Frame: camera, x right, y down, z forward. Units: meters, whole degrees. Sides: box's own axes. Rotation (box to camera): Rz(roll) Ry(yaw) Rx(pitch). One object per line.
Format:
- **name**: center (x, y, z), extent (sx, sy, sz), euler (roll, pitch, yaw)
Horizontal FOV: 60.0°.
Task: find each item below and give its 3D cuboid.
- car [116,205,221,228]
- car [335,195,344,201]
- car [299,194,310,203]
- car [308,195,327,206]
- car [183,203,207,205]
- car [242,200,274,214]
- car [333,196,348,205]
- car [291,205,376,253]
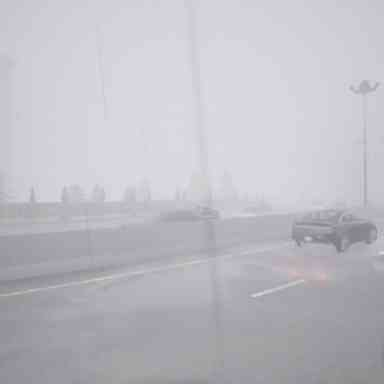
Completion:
- **car**: center (-1.171, 1.591, 16.837), extent (5.357, 1.411, 2.033), euler (0, 0, -42)
- **car**: center (38.267, 1.639, 86.463), extent (2.033, 1.411, 5.357), euler (-1, 0, 23)
- **car**: center (24.692, 1.374, 72.783), extent (2.150, 2.045, 5.566), euler (-1, 0, 23)
- **car**: center (21.432, 1.655, 56.583), extent (1.994, 1.385, 4.181), euler (-1, 0, 24)
- **car**: center (-0.091, 1.551, 22.778), extent (2.128, 1.511, 4.902), euler (0, 0, 45)
- **car**: center (7.464, 1.635, 37.291), extent (2.033, 1.411, 5.357), euler (-1, 0, 34)
- **car**: center (21.680, 1.525, 48.569), extent (1.882, 1.535, 5.008), euler (-1, 0, 25)
- **car**: center (5.996, 1.490, 13.798), extent (4.902, 1.511, 2.128), euler (0, 0, -43)
